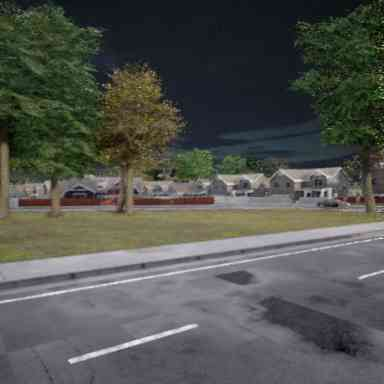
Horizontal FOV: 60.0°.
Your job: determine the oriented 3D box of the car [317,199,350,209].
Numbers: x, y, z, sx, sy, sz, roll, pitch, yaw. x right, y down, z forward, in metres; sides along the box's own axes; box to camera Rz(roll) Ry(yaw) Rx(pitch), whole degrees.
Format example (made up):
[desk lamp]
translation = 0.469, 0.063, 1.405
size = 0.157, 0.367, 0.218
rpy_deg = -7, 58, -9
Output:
[car]
translation = 21.266, 1.761, 50.077
size = 2.128, 1.511, 4.902
rpy_deg = -1, 0, -35
